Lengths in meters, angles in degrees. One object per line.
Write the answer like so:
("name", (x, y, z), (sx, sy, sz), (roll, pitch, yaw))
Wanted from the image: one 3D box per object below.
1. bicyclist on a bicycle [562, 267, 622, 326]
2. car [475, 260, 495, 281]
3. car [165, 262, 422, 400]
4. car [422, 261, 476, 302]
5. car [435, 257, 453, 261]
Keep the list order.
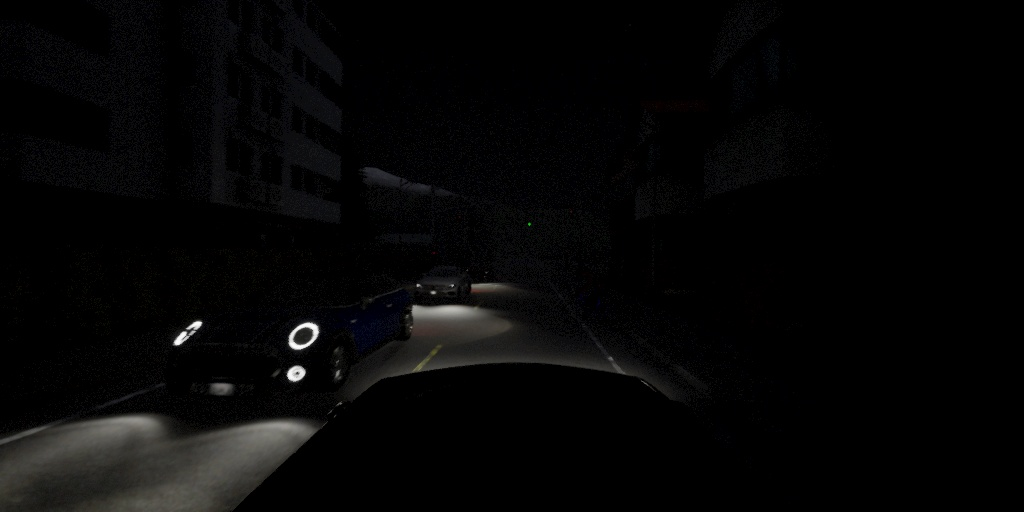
("bicyclist on a bicycle", (2.193, 1.140, 9.897), (1.656, 1.620, 0.582), (-1, 0, 2))
("car", (-2.444, 1.068, 28.108), (1.882, 1.535, 5.008), (1, 0, 2))
("car", (-3.445, 1.027, 6.618), (2.097, 1.767, 4.553), (1, 0, 2))
("car", (-3.018, 1.160, 16.502), (1.812, 1.442, 4.674), (1, 0, 2))
("car", (-9.578, 0.771, 42.777), (5.357, 1.411, 2.033), (1, 0, 6))
